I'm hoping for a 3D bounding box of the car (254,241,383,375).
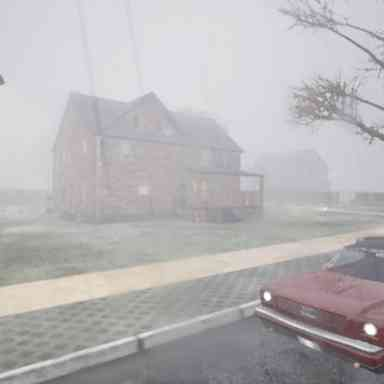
[{"bbox_3d":[3.229,1.582,5.496,4.718,1.301,1.895,0,0,-37],"label":"car"}]

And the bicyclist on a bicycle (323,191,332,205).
[{"bbox_3d":[16.218,0.750,39.691,1.656,1.620,0.582,0,1,-30],"label":"bicyclist on a bicycle"}]
